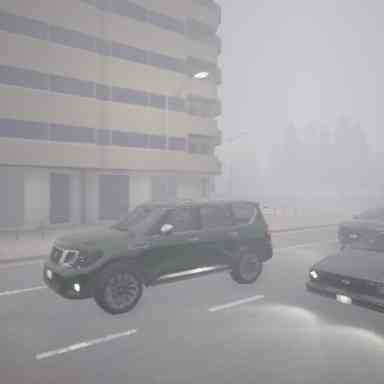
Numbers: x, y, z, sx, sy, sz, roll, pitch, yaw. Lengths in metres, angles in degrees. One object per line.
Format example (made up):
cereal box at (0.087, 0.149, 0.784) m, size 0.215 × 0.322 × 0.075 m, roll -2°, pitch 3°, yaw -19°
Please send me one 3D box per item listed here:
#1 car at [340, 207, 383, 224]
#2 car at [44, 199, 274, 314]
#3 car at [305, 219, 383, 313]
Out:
car at (8.199, 1.408, 14.115) m, size 5.008 × 1.535 × 1.882 m, roll 0°, pitch 0°, yaw -35°
car at (-0.467, 1.206, 7.958) m, size 5.566 × 2.045 × 2.150 m, roll 0°, pitch 0°, yaw -35°
car at (4.867, 1.509, 7.468) m, size 5.357 × 1.411 × 2.033 m, roll 0°, pitch 0°, yaw -36°
